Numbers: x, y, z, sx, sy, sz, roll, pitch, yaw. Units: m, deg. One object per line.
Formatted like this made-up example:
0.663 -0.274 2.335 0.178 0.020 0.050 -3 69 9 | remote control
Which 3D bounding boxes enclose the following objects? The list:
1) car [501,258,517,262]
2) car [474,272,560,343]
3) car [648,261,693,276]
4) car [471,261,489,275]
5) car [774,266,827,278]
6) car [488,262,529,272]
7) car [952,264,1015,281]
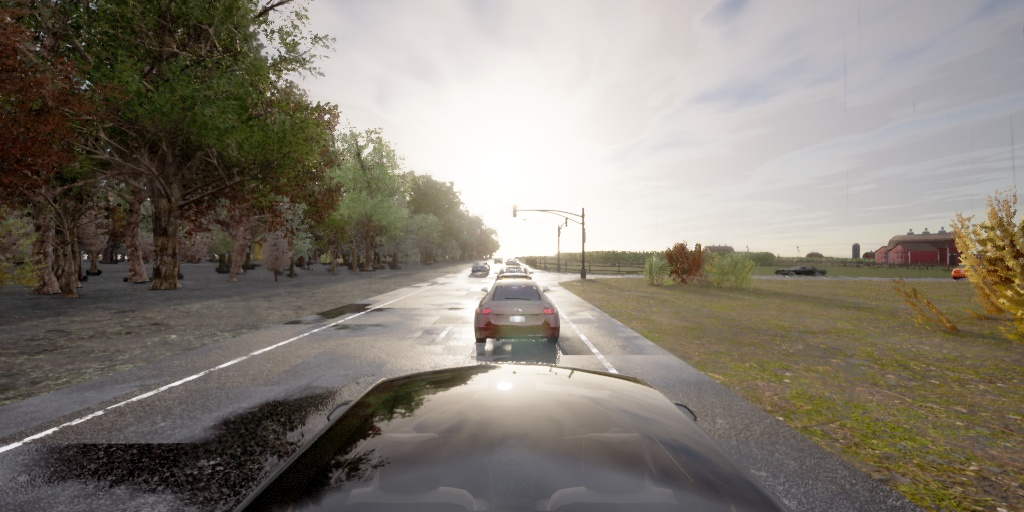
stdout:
0.047 1.303 52.133 2.033 1.411 5.357 0 0 -6 | car
0.100 1.316 9.675 1.994 1.385 4.181 0 0 0 | car
18.059 1.358 40.958 4.553 1.767 2.097 1 -1 1 | car
-3.417 1.304 39.855 2.033 1.411 5.357 0 0 0 | car
32.803 1.766 40.873 4.718 1.301 1.895 1 -1 0 | car
0.094 1.245 18.573 2.128 1.511 4.902 0 0 0 | car
48.889 1.633 37.213 4.553 1.767 2.097 1 -1 0 | car
